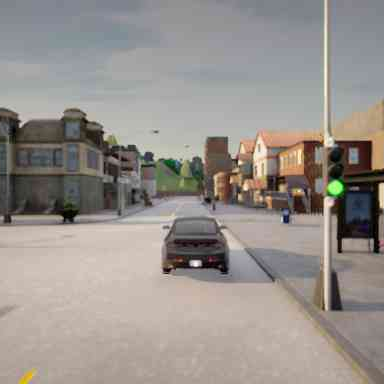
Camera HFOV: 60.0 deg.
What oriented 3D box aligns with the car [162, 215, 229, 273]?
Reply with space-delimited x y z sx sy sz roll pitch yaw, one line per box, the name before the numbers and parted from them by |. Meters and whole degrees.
car | 0.097 1.516 10.734 1.837 1.490 4.892 0 0 0
